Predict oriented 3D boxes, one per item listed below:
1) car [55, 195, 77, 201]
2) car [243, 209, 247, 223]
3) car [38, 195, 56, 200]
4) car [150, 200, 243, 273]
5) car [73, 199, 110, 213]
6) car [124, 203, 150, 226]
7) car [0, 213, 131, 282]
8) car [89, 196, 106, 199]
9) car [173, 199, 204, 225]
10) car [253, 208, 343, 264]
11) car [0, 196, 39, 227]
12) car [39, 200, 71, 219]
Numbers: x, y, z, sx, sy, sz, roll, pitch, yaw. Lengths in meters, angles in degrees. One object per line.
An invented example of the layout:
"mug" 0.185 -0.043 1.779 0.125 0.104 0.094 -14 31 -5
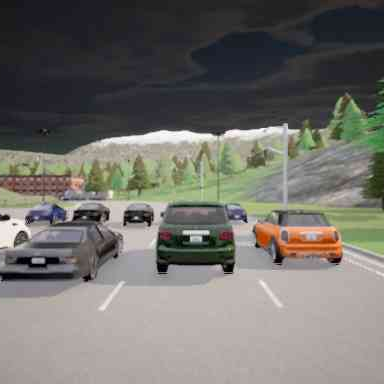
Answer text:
"car" -33.501 1.794 88.490 4.674 1.442 1.812 0 0 32
"car" 3.061 1.605 26.042 1.812 1.442 4.674 0 0 -4
"car" -38.210 1.790 87.252 4.674 1.442 1.812 0 0 28
"car" 0.095 1.256 10.903 2.150 2.045 5.566 0 0 0
"car" -7.350 1.553 24.749 1.882 1.535 5.008 0 0 -4
"car" -3.812 1.552 24.224 1.882 1.535 5.008 0 0 -4
"car" -3.407 1.578 9.874 2.033 1.411 5.357 0 0 0
"car" -25.500 1.803 91.280 4.902 1.511 2.128 0 0 39
"car" -0.395 1.428 25.243 2.097 1.767 4.553 0 0 -4
"car" 3.590 1.389 12.144 2.097 1.767 4.553 0 0 0
"car" -6.900 1.249 9.648 2.150 2.045 5.566 0 -1 0
"car" -10.893 1.602 25.208 1.812 1.442 4.674 0 0 -4
